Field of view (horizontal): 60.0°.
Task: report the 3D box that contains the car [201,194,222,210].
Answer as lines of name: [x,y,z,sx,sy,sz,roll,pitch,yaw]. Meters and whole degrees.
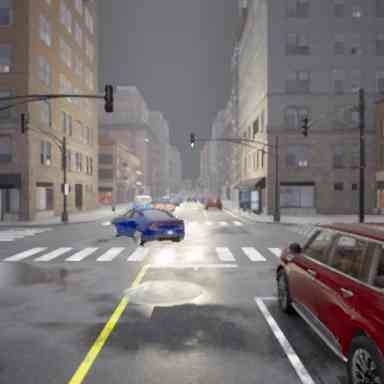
car: [2.693,1.295,41.962,2.192,1.841,5.009,0,0,0]

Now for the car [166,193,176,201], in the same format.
car: [-5.418,1.270,85.208,2.192,1.841,5.009,0,0,0]

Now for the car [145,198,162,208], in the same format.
car: [-5.418,1.543,47.364,1.947,1.339,4.313,0,0,0]

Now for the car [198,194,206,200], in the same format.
car: [2.635,1.391,90.617,1.967,1.590,4.097,0,0,0]

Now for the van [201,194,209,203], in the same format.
van: [2.661,1.305,68.993,1.690,1.788,3.998,0,0,0]

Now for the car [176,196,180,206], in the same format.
car: [-2.839,1.529,39.944,2.033,1.411,5.357,0,0,-2]

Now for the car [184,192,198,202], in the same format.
car: [-0.019,1.318,71.296,2.097,1.767,4.553,0,0,0]

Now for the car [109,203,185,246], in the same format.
car: [-2.226,1.474,15.505,1.882,1.535,5.008,1,0,-33]

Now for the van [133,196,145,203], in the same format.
van: [-5.418,1.324,36.552,1.690,1.788,3.998,0,0,0]

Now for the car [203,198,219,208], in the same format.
car: [2.686,1.528,47.368,2.008,1.369,4.403,0,0,0]

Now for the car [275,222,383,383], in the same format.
car: [2.635,1.313,4.591,2.192,1.841,5.009,0,0,0]

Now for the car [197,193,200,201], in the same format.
car: [2.667,1.282,63.587,2.192,1.841,5.009,0,0,0]

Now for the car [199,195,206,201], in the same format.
car: [2.642,1.480,85.382,1.752,1.417,4.829,0,0,0]

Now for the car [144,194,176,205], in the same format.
car: [-2.809,1.338,30.166,2.097,1.767,4.553,0,0,-2]

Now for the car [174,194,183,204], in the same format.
car: [-2.799,1.453,50.547,1.882,1.535,5.008,0,0,1]

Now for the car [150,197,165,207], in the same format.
car: [-5.418,1.519,52.771,1.887,1.381,4.507,0,0,0]
